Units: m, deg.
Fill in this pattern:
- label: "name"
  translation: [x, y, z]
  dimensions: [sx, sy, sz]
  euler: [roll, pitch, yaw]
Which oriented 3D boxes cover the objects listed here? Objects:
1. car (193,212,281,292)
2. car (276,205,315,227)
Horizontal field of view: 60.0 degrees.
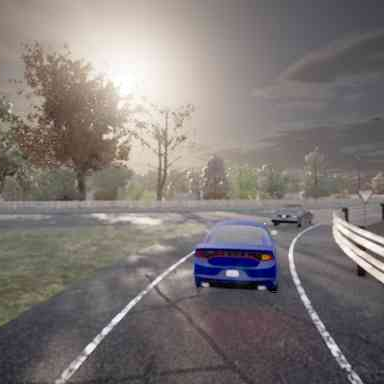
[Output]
- label: "car"
  translation: [1.320, 1.500, 9.180]
  dimensions: [1.882, 1.535, 5.008]
  euler: [0, 0, 12]
- label: "car"
  translation: [7.123, 1.606, 23.195]
  dimensions: [2.033, 1.411, 5.357]
  euler: [0, 0, 31]
